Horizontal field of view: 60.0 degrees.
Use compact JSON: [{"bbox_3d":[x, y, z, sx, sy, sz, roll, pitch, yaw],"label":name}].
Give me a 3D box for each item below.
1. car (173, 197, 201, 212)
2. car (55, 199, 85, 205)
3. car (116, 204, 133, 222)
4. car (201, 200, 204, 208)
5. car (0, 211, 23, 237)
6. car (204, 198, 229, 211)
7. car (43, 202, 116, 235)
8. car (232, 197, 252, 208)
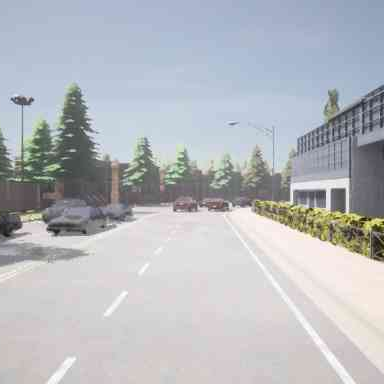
[{"bbox_3d":[-0.687,1.352,38.862,2.097,1.767,4.553,0,0,13],"label":"car"},{"bbox_3d":[-9.510,1.352,25.547,2.097,1.767,4.553,0,0,4],"label":"car"},{"bbox_3d":[-5.977,1.611,26.113,1.994,1.385,4.181,0,0,2],"label":"car"},{"bbox_3d":[2.625,1.564,48.061,1.994,1.385,4.181,0,0,27],"label":"car"},{"bbox_3d":[-10.021,1.547,15.433,2.033,1.411,5.357,0,0,2],"label":"car"},{"bbox_3d":[3.229,1.478,39.968,1.882,1.535,5.008,0,0,16],"label":"car"},{"bbox_3d":[-6.333,1.548,19.315,2.033,1.411,5.357,0,0,3],"label":"car"},{"bbox_3d":[7.512,1.491,49.516,2.128,1.511,4.902,0,0,31],"label":"car"}]
